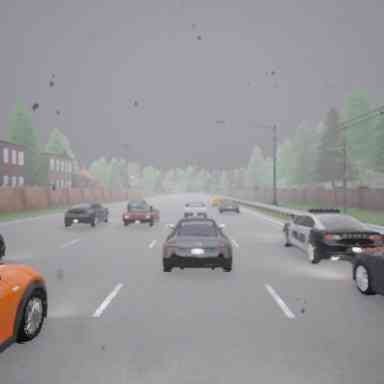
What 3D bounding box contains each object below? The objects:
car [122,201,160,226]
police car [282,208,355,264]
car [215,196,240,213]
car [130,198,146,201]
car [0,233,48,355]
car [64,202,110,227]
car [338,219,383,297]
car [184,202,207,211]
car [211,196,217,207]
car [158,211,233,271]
[{"bbox_3d":[-3.268,1.509,22.238,1.895,1.301,4.718,0,0,0],"label":"car"},{"bbox_3d":[4.617,1.392,11.862,1.930,1.638,5.238,0,0,0],"label":"police car"},{"bbox_3d":[3.747,1.444,34.541,1.994,1.385,4.181,0,0,0],"label":"car"},{"bbox_3d":[-6.650,1.394,40.601,1.994,1.385,4.181,0,0,0],"label":"car"},{"bbox_3d":[-3.387,1.329,3.559,2.097,1.767,4.553,0,0,0],"label":"car"},{"bbox_3d":[-6.771,1.407,21.825,1.837,1.490,4.892,0,1,0],"label":"car"},{"bbox_3d":[4.578,1.496,5.753,1.837,1.490,4.892,0,0,0],"label":"car"},{"bbox_3d":[0.274,1.493,28.814,1.895,1.301,4.718,0,0,0],"label":"car"},{"bbox_3d":[3.814,1.307,48.200,1.882,1.535,5.008,0,1,1],"label":"car"},{"bbox_3d":[0.159,1.524,10.756,1.994,1.385,4.181,0,0,0],"label":"car"}]
